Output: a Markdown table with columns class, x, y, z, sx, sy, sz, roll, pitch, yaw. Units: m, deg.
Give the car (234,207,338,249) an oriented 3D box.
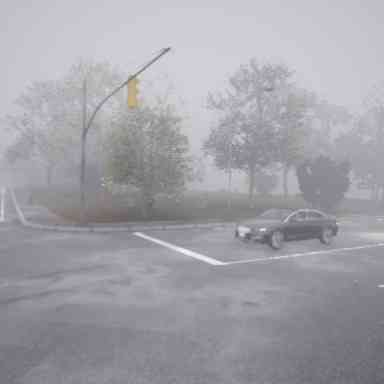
| class | x | y | z | sx | sy | sz | roll | pitch | yaw |
| --- | --- | --- | --- | --- | --- | --- | --- | --- | --- |
| car | 4.003 | 1.383 | 13.881 | 4.902 | 1.511 | 2.128 | 1 | 1 | -31 |
